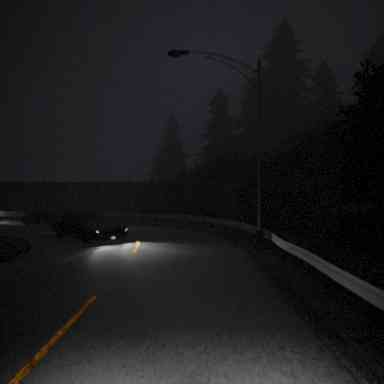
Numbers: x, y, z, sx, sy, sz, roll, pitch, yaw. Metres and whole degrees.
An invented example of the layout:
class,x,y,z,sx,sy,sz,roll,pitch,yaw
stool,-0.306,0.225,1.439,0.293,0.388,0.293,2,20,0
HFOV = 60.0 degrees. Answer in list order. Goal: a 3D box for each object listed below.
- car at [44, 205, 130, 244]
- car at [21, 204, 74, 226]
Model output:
class,x,y,z,sx,sy,sz,roll,pitch,yaw
car,-5.164,1.595,16.352,2.033,1.411,5.357,0,0,-43
car,-9.469,1.558,23.302,4.902,1.511,2.128,0,-1,12
